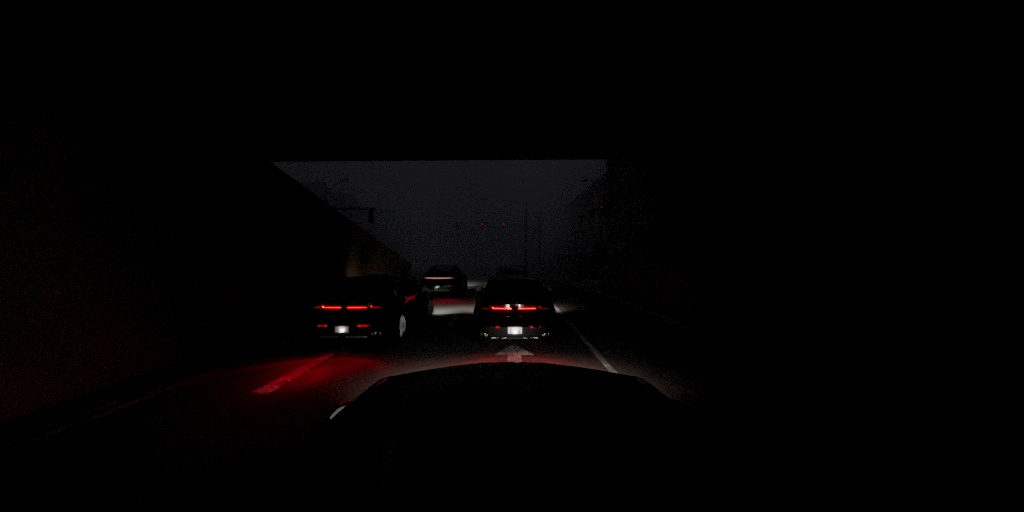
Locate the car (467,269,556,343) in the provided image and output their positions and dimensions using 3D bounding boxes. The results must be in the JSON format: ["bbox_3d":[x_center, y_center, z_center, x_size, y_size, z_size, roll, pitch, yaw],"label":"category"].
[{"bbox_3d":[0.051,1.254,9.639,1.837,1.490,4.892,0,0,0],"label":"car"}]

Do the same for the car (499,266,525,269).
[{"bbox_3d":[0.008,1.254,19.049,1.837,1.490,4.892,0,0,0],"label":"car"}]

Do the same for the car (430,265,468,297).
[{"bbox_3d":[-3.488,1.240,19.012,2.128,1.511,4.902,0,0,-1],"label":"car"}]

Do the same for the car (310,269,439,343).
[{"bbox_3d":[-3.450,1.253,9.664,1.837,1.490,4.892,0,0,0],"label":"car"}]
